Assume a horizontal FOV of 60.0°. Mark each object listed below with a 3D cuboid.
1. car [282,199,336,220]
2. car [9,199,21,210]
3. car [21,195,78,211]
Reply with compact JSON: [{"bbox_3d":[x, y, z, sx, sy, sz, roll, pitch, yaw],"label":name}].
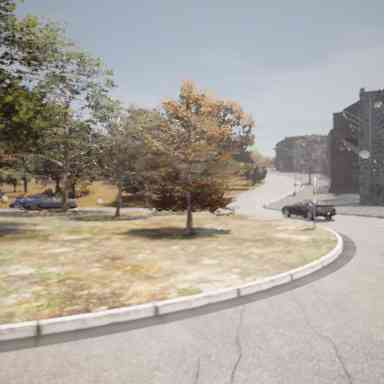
[{"bbox_3d":[8.880,1.312,25.674,2.128,1.511,4.902,0,0,-18],"label":"car"},{"bbox_3d":[-18.442,1.091,38.117,4.553,1.767,2.097,0,0,-27],"label":"car"},{"bbox_3d":[-15.235,1.314,36.151,5.357,1.411,2.033,0,0,-20],"label":"car"}]
